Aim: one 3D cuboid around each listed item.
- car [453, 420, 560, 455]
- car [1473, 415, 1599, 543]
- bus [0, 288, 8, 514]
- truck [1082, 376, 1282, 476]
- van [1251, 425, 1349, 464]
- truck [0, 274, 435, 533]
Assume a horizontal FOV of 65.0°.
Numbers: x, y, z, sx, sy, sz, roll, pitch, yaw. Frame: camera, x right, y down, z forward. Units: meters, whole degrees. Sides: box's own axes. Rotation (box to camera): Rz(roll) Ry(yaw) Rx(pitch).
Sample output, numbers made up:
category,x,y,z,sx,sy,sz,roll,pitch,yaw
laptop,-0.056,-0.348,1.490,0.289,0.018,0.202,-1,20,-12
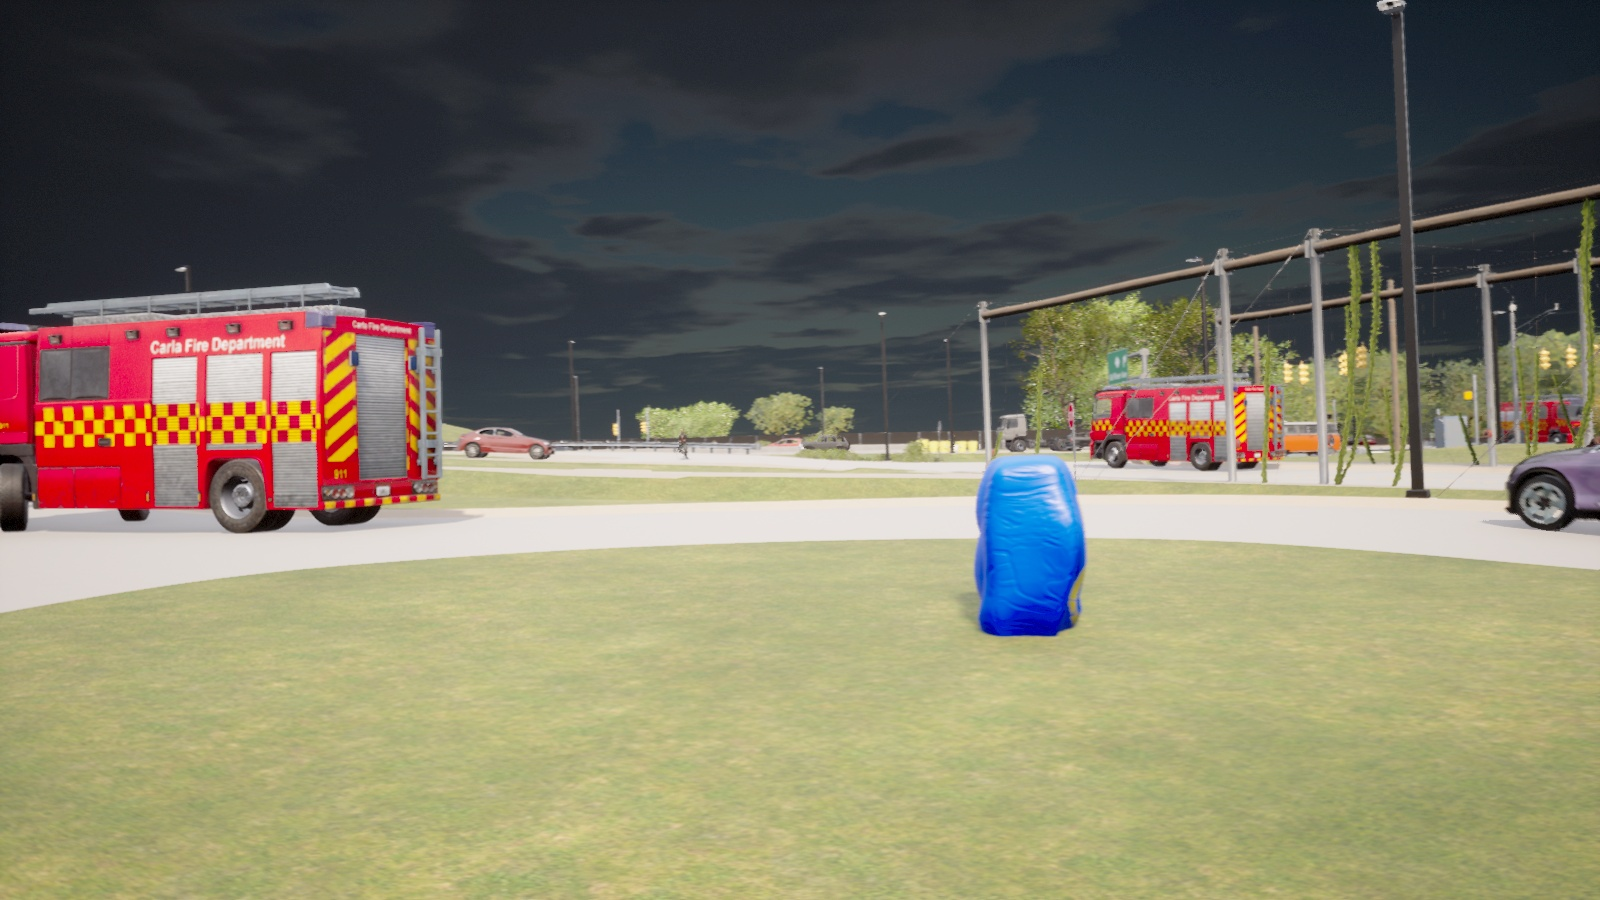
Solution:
category,x,y,z,sx,sy,sz,roll,pitch,yaw
car,-15.305,-0.632,65.653,5.027,1.651,2.152,2,-1,-1
car,11.449,0.378,16.060,2.033,1.649,4.856,0,1,-21
bus,-20.194,-1.195,25.438,10.273,4.253,3.944,5,4,39
truck,15.783,-1.015,52.675,2.891,3.827,8.468,-2,1,-28
van,26.138,-0.295,65.727,4.442,1.987,1.775,0,-1,-3
truck,-10.665,-0.678,21.407,8.468,3.827,2.891,0,1,21
